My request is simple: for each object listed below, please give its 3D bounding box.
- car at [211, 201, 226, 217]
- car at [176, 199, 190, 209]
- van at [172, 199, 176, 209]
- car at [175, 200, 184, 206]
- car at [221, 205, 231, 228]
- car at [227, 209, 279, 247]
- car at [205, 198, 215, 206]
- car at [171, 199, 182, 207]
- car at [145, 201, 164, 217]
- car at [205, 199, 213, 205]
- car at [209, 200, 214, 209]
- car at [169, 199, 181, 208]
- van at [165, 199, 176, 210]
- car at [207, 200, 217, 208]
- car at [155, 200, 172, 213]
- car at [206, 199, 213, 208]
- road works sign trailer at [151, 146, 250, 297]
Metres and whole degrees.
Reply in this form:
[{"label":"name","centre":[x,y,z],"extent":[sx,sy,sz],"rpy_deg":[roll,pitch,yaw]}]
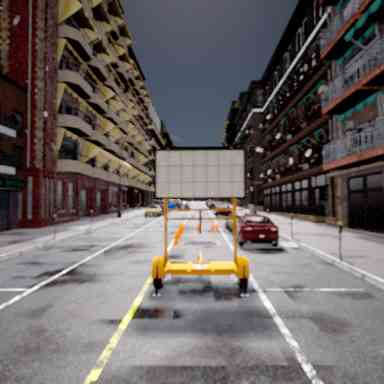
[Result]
[{"label":"car","centre":[3.494,2.070,38.277],"extent":[1.887,1.381,4.507],"rpy_deg":[1,-1,1]},{"label":"car","centre":[-1.402,2.351,57.618],"extent":[2.128,1.511,4.902],"rpy_deg":[0,-1,1]},{"label":"van","centre":[-4.000,2.177,55.106],"extent":[1.690,1.788,3.998],"rpy_deg":[1,-1,1]},{"label":"car","centre":[-3.248,2.959,88.274],"extent":[1.947,1.339,4.313],"rpy_deg":[1,-1,1]},{"label":"car","centre":[3.120,1.808,21.863],"extent":[1.752,1.417,4.829],"rpy_deg":[1,-1,1]},{"label":"car","centre":[2.990,1.747,16.163],"extent":[1.887,1.381,4.507],"rpy_deg":[1,-1,1]},{"label":"car","centre":[4.473,2.555,82.511],"extent":[2.192,1.841,5.009],"rpy_deg":[1,-1,1]},{"label":"car","centre":[-3.496,2.517,77.220],"extent":[2.192,1.841,5.009],"rpy_deg":[1,-1,1]},{"label":"car","centre":[-4.386,2.105,38.349],"extent":[1.752,1.417,4.829],"rpy_deg":[1,-1,1]},{"label":"car","centre":[4.722,2.875,93.568],"extent":[1.967,1.590,4.097],"rpy_deg":[1,-1,1]},{"label":"car","centre":[3.620,2.159,43.807],"extent":[2.008,1.369,4.403],"rpy_deg":[1,-1,1]},{"label":"car","centre":[-3.622,2.424,71.693],"extent":[2.192,1.841,5.009],"rpy_deg":[1,-1,1]},{"label":"van","centre":[-3.875,2.267,60.636],"extent":[1.690,1.788,3.998],"rpy_deg":[1,-1,1]},{"label":"car","centre":[4.260,2.492,71.451],"extent":[1.967,1.590,4.097],"rpy_deg":[1,-1,1]},{"label":"car","centre":[-4.252,1.980,44.052],"extent":[2.192,1.841,5.009],"rpy_deg":[1,-1,1]},{"label":"car","centre":[3.999,2.414,60.392],"extent":[1.887,1.381,4.507],"rpy_deg":[1,-1,1]},{"label":"road works sign trailer","centre":[0.222,0.585,8.925],"extent":[2.380,3.560,2.880],"rpy_deg":[0,-1,2]}]
